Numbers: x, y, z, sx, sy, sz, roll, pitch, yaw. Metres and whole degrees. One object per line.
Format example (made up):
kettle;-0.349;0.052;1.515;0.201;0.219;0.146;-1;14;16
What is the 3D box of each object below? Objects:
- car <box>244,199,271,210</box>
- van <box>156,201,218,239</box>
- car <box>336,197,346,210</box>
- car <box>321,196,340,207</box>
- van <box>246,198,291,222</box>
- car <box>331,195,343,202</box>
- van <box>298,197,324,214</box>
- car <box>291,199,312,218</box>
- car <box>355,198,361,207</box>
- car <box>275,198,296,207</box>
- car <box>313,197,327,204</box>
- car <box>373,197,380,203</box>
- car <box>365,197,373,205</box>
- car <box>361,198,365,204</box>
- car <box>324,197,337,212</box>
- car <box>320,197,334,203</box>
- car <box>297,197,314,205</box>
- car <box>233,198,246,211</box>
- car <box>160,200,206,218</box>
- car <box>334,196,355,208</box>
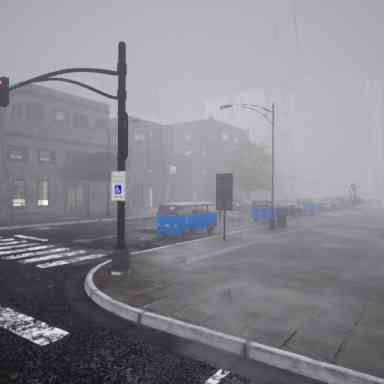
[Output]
car;8.897;1.628;45.100;1.887;1.381;4.507;0;0;35
van;-0.136;1.406;17.679;1.690;1.788;3.998;0;0;35
car;18.917;1.729;44.781;1.947;1.339;4.313;0;0;35
car;22.943;1.533;55.002;2.097;1.767;4.553;1;0;35
van;6.216;1.436;26.713;1.690;1.788;3.998;0;0;35
car;37.478;1.711;85.753;1.967;1.590;4.097;0;0;35
van;12.567;1.468;35.747;1.690;1.788;3.998;0;0;35
car;9.390;1.655;31.230;1.887;1.381;4.507;0;0;35
car;25.271;1.516;53.817;2.192;1.841;5.009;0;0;35
car;15.248;1.665;54.133;1.887;1.381;4.507;0;0;35
car;27.853;1.728;72.062;1.752;1.417;4.829;0;0;35
car;44.324;1.899;80.919;1.947;1.339;4.313;0;0;35
car;34.796;1.809;67.368;1.887;1.381;4.507;0;0;35
car;28.543;1.747;58.473;1.752;1.417;4.829;0;0;35
car;15.840;1.671;40.404;1.752;1.417;4.829;0;0;35
car;31.126;1.791;76.719;1.947;1.339;4.313;0;0;35
car;21.600;1.705;63.167;1.887;1.381;4.507;0;0;35
car;5.722;1.506;40.583;1.967;1.590;4.097;0;0;35
car;-0.728;1.558;31.408;1.752;1.417;4.829;0;0;35
car;22.095;1.497;49.300;2.192;1.841;5.009;0;0;35
